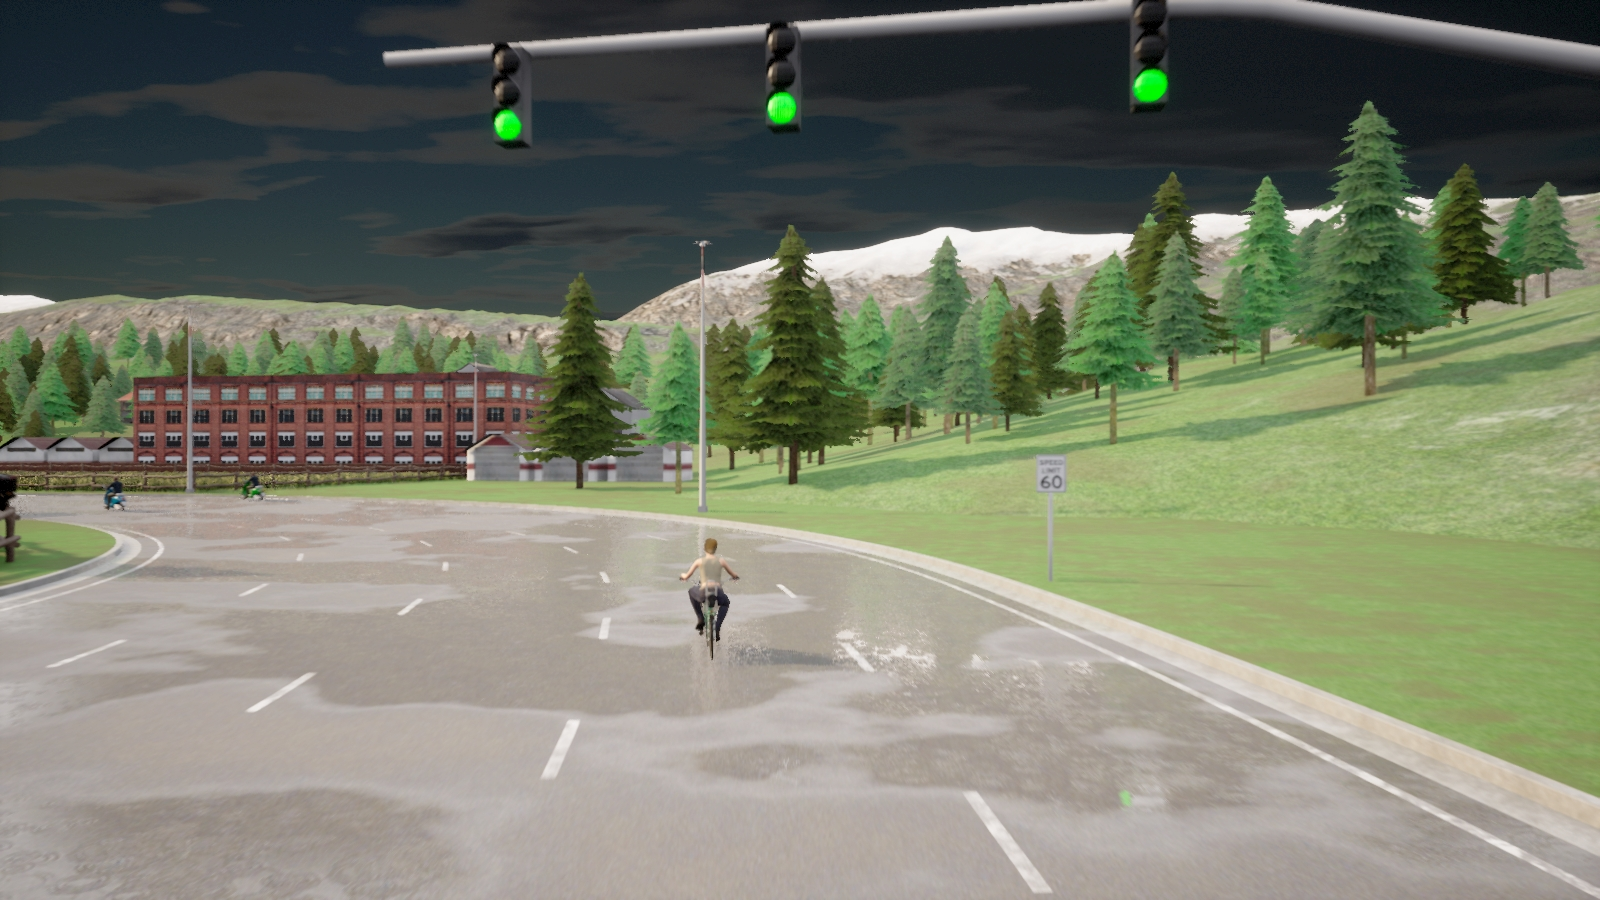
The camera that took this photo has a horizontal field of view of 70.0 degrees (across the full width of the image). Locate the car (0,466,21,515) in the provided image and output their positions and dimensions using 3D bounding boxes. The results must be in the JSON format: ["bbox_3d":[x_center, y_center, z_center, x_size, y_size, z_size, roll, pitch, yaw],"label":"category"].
[{"bbox_3d":[-37.834,1.780,50.628,6.274,2.098,2.390,0,0,22],"label":"car"}]

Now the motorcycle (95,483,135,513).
[{"bbox_3d":[-31.363,2.167,52.313,1.805,1.316,0.856,0,0,33],"label":"motorcycle"}]

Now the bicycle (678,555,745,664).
[{"bbox_3d":[-1.240,2.164,15.761,0.859,1.276,1.487,0,0,-7],"label":"bicycle"}]

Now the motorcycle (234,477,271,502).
[{"bbox_3d":[-30.193,2.171,63.052,1.805,1.316,0.856,0,1,24],"label":"motorcycle"}]
